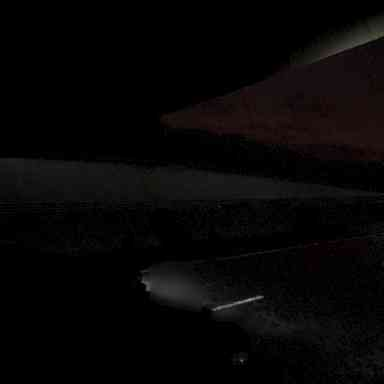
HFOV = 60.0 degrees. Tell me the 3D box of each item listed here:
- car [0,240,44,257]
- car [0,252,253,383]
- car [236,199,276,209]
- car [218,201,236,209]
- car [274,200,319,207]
[{"bbox_3d":[-3.498,1.546,5.550,5.357,1.411,2.033,0,0,-36],"label":"car"},{"bbox_3d":[-1.708,1.478,2.529,5.008,1.535,1.882,0,0,-36],"label":"car"},{"bbox_3d":[6.762,1.414,30.312,5.008,1.535,1.882,0,0,-35],"label":"car"},{"bbox_3d":[4.879,1.537,33.268,4.718,1.301,1.895,0,0,-35],"label":"car"},{"bbox_3d":[9.365,1.536,27.871,4.718,1.301,1.895,0,0,-35],"label":"car"}]
